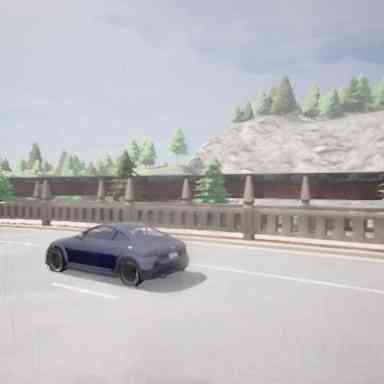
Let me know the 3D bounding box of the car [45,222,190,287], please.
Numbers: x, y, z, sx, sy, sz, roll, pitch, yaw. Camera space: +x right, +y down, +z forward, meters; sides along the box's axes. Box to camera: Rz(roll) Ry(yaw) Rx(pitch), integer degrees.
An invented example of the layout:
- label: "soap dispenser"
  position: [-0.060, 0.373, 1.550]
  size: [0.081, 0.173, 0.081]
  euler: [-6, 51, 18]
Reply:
- label: "car"
  position: [-2.155, 1.536, 9.271]
  size: [4.181, 1.385, 1.994]
  euler: [0, 0, 32]
